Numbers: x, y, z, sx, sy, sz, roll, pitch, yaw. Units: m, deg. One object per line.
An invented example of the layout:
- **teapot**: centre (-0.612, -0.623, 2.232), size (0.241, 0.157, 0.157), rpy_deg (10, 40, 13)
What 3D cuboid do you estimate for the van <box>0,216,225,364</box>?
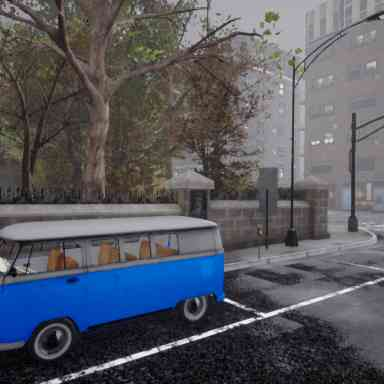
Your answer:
- **van**: centre (-1.302, 1.342, 5.563), size (3.998, 1.788, 1.690), rpy_deg (0, 1, -35)
